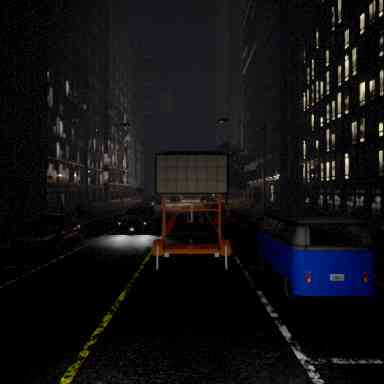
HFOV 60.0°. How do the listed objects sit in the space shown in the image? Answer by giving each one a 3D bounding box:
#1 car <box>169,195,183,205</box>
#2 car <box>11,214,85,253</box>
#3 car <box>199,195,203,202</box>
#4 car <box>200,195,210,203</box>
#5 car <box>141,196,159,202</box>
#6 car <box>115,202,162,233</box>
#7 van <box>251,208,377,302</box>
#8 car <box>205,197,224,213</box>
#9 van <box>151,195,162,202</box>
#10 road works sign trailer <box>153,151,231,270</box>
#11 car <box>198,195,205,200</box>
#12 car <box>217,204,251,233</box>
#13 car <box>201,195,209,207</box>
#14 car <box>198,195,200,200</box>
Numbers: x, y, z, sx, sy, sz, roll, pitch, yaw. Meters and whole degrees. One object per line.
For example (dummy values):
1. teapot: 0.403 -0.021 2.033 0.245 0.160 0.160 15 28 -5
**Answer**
1. car: -3.108 1.482 60.303 1.837 1.490 4.892 0 0 0
2. car: -5.699 1.581 13.693 1.802 1.307 4.206 0 0 0
3. car: 2.660 1.538 53.543 2.008 1.369 4.403 0 0 0
4. car: 2.650 1.401 70.620 1.967 1.590 4.097 0 0 0
5. car: -5.715 1.548 42.157 2.008 1.369 4.403 0 0 0
6. car: -3.113 1.547 19.858 2.033 1.411 5.357 0 0 0
7. van: 2.686 1.341 8.004 1.690 1.788 3.998 0 0 0
8. car: 2.669 1.581 36.466 1.802 1.307 4.206 0 0 0
9. van: -5.721 1.328 53.542 1.690 1.788 3.998 0 0 0
10. road works sign trailer: -0.006 0.464 11.021 2.380 3.560 2.880 0 0 0
11. car: 2.638 1.462 93.390 1.887 1.381 4.507 0 0 0
12. car: 2.679 1.581 19.388 1.802 1.307 4.206 0 0 0
13. car: 2.663 1.544 47.850 2.008 1.369 4.403 0 0 0
14. car: 2.654 1.410 64.928 1.967 1.590 4.097 0 0 0
